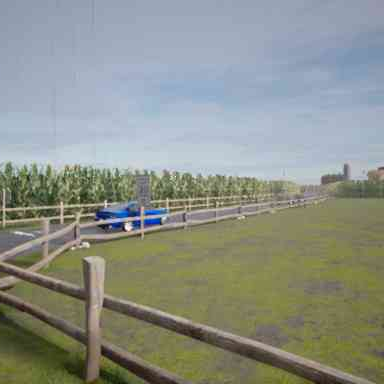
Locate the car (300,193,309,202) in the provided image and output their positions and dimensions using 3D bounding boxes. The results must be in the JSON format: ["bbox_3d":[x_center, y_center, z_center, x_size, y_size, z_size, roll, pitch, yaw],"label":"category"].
[{"bbox_3d":[17.945,0.897,54.490,1.837,1.490,4.892,1,1,28],"label":"car"}]

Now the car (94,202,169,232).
[{"bbox_3d":[-3.315,1.319,19.262,1.882,1.535,5.008,1,1,34],"label":"car"}]

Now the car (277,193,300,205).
[{"bbox_3d":[13.024,1.014,45.586,1.837,1.490,4.892,1,1,30],"label":"car"}]
